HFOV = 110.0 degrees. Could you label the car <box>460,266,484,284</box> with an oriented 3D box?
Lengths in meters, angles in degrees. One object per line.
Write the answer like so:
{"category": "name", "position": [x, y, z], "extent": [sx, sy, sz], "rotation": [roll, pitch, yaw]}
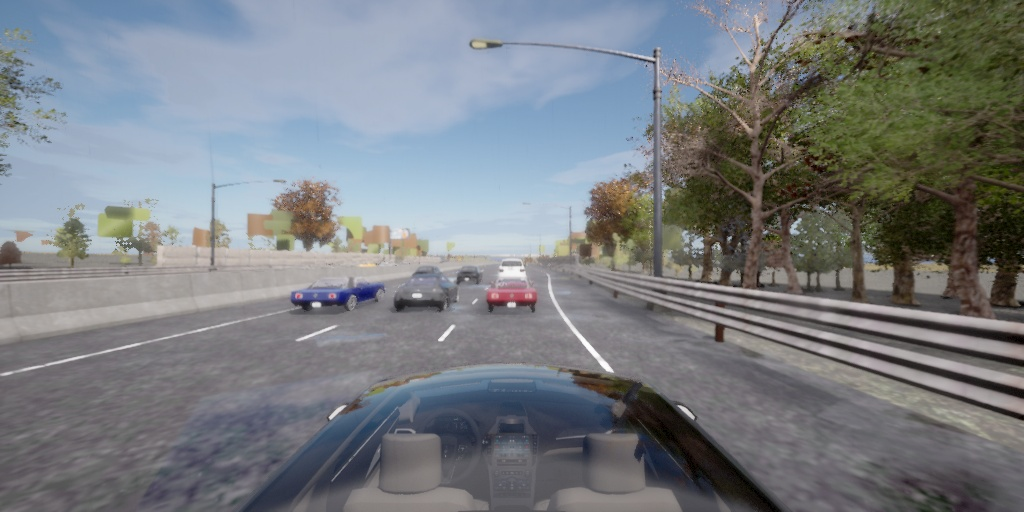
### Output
{"category": "car", "position": [-3.499, 1.572, 30.349], "extent": [1.837, 1.490, 4.892], "rotation": [0, 0, 1]}

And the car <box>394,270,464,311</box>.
{"category": "car", "position": [-3.490, 1.461, 15.303], "extent": [1.994, 1.385, 4.181], "rotation": [0, -1, 1]}

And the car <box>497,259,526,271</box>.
{"category": "car", "position": [-0.011, 1.279, 29.440], "extent": [2.150, 2.045, 5.566], "rotation": [0, 0, 0]}

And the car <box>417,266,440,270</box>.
{"category": "car", "position": [-6.998, 1.572, 30.339], "extent": [1.837, 1.490, 4.892], "rotation": [0, 0, 1]}

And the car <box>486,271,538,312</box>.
{"category": "car", "position": [0.008, 1.495, 15.094], "extent": [1.895, 1.301, 4.718], "rotation": [0, -1, 0]}

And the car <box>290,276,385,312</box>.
{"category": "car", "position": [-6.992, 1.495, 15.092], "extent": [1.895, 1.301, 4.718], "rotation": [0, -1, 0]}
